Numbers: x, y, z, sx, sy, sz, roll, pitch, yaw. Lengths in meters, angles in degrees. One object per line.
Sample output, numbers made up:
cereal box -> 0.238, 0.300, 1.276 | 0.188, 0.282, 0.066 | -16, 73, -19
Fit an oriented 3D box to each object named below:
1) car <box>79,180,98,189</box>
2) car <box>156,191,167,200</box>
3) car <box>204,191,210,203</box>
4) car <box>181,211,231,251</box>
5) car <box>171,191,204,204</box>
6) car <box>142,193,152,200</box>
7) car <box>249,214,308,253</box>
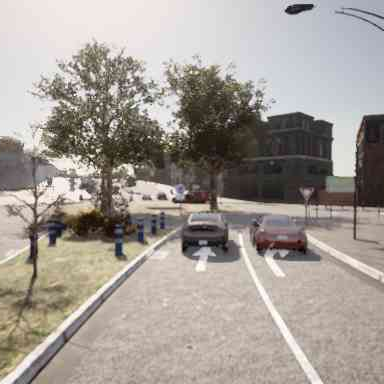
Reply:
car -> -28.106, -1.589, 89.778 | 4.792, 1.488, 2.163 | -3, 6, -34
car -> -6.073, 0.649, 66.419 | 1.837, 1.490, 4.892 | 0, 5, -10
car -> 0.180, 0.849, 54.991 | 5.566, 2.045, 2.150 | 1, 1, 24
car -> 0.668, 1.570, 14.430 | 1.837, 1.490, 4.892 | 0, 0, 6
car -> -1.030, 1.016, 52.264 | 4.553, 1.767, 2.097 | 0, 1, 24
car -> -9.005, 0.758, 65.761 | 1.895, 1.301, 4.718 | 0, 4, -10
car -> 3.528, 1.632, 14.129 | 1.994, 1.385, 4.181 | 0, 0, 6
